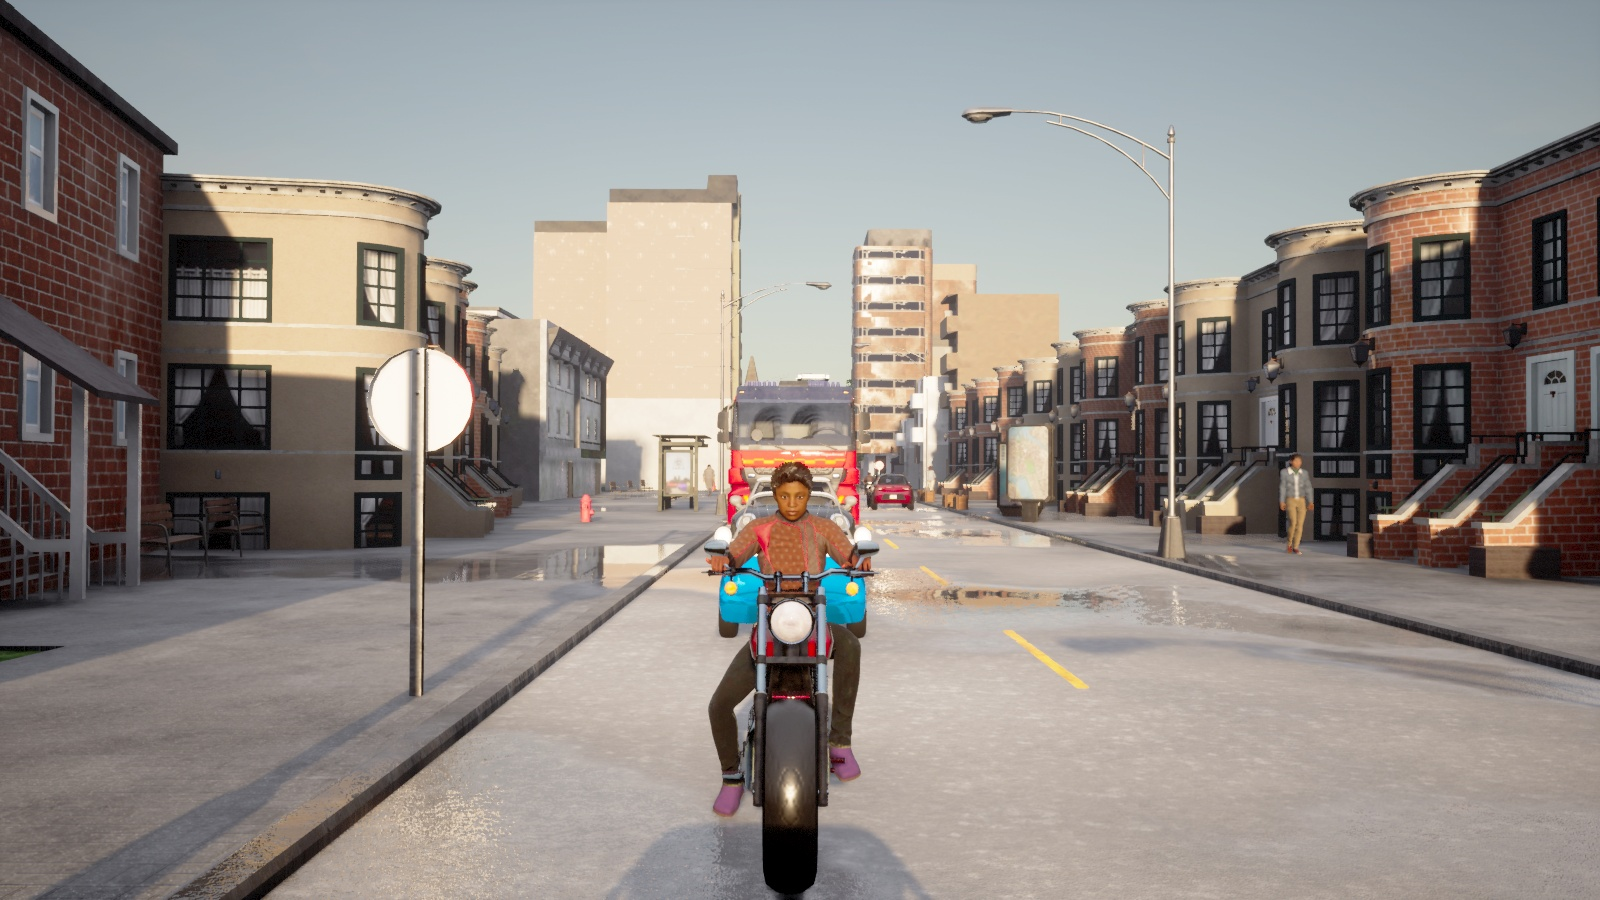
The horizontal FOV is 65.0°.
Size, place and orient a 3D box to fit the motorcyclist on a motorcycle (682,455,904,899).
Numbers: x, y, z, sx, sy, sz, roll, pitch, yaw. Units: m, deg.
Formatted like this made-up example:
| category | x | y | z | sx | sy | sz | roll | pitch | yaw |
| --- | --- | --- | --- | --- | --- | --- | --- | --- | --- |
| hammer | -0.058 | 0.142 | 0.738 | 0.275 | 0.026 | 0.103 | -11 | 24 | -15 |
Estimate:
| category | x | y | z | sx | sy | sz | roll | pitch | yaw |
| --- | --- | --- | --- | --- | --- | --- | --- | --- | --- |
| motorcyclist on a motorcycle | -0.031 | 0.858 | 5.541 | 0.766 | 1.649 | 2.350 | 0 | -1 | 0 |

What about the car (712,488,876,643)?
| category | x | y | z | sx | sy | sz | roll | pitch | yaw |
| --- | --- | --- | --- | --- | --- | --- | --- | --- | --- |
| car | -0.062 | 1.078 | 12.451 | 1.481 | 1.376 | 2.207 | 0 | -1 | 0 |

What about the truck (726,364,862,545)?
| category | x | y | z | sx | sy | sz | roll | pitch | yaw |
| --- | --- | --- | --- | --- | --- | --- | --- | --- | --- |
| truck | -0.150 | 0.168 | 30.923 | 2.891 | 3.827 | 8.468 | 0 | -1 | 0 |

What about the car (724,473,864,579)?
| category | x | y | z | sx | sy | sz | roll | pitch | yaw |
| --- | --- | --- | --- | --- | --- | --- | --- | --- | --- |
| car | -0.096 | 1.109 | 19.632 | 1.970 | 1.475 | 3.806 | 0 | -1 | 0 |

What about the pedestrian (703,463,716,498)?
| category | x | y | z | sx | sy | sz | roll | pitch | yaw |
| --- | --- | --- | --- | --- | --- | --- | --- | --- | --- |
| pedestrian | -5.106 | 1.728 | 70.667 | 0.659 | 1.952 | 0.873 | 0 | -1 | 1 |

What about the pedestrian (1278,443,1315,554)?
| category | x | y | z | sx | sy | sz | roll | pitch | yaw |
| --- | --- | --- | --- | --- | --- | --- | --- | --- | --- |
| pedestrian | 8.901 | 0.866 | 22.527 | 0.423 | 1.949 | 0.788 | 0 | -1 | 8 |

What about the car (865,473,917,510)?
| category | x | y | z | sx | sy | sz | roll | pitch | yaw |
| --- | --- | --- | --- | --- | --- | --- | --- | --- | --- |
| car | 3.757 | 1.693 | 52.505 | 1.816 | 1.474 | 4.193 | 0 | -1 | 0 |
